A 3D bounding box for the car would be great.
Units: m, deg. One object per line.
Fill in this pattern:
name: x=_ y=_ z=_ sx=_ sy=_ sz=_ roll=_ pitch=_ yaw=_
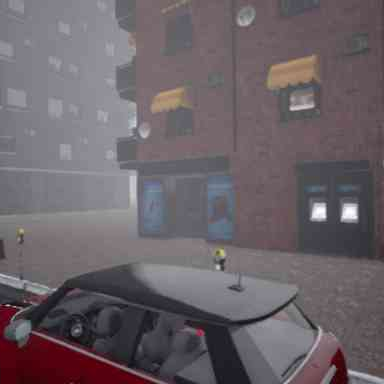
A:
car: x=-0.684 y=1.465 z=3.365 sx=4.097 sy=1.590 sz=1.967 roll=-1 pitch=-1 yaw=35
